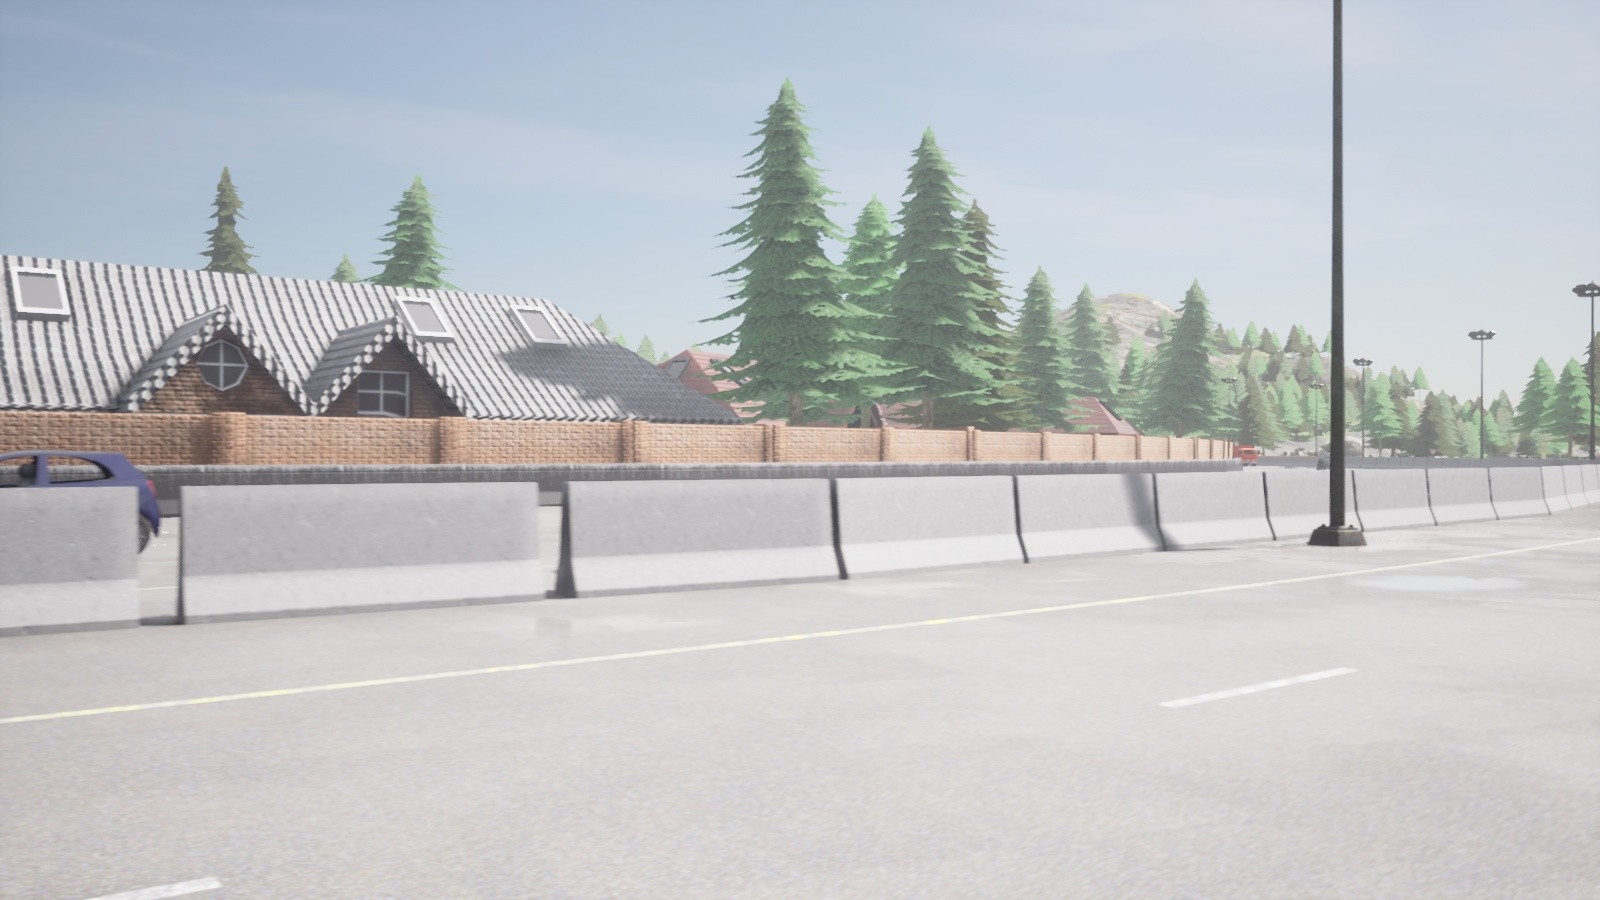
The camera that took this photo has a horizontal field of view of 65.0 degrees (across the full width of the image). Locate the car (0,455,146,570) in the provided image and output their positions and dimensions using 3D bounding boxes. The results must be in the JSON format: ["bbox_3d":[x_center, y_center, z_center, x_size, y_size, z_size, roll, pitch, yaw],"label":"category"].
[{"bbox_3d":[-11.127,0.825,17.197,3.633,1.501,1.845,0,0,-35],"label":"car"}]
